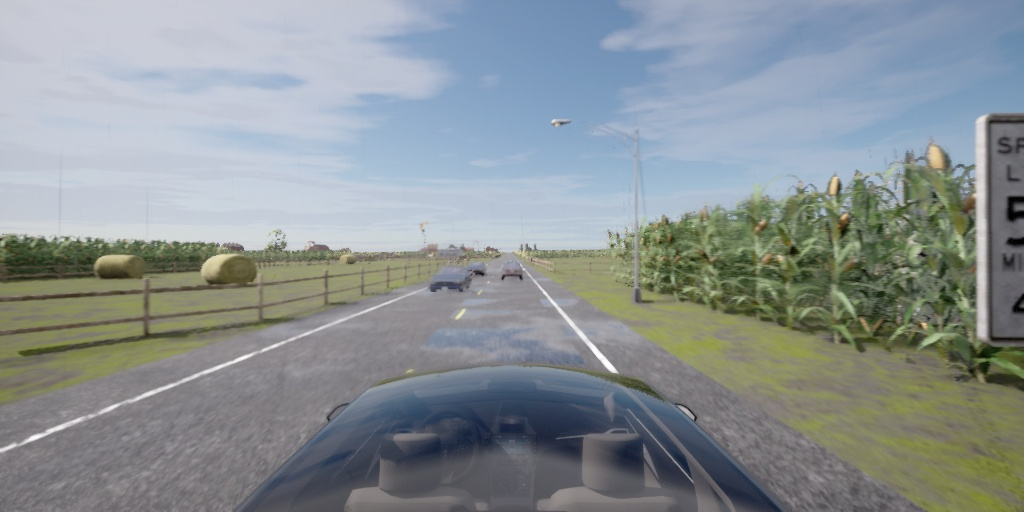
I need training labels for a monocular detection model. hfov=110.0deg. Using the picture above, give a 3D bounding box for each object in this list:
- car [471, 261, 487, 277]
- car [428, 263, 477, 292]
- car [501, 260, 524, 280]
[{"bbox_3d":[-3.492,1.233,35.484,2.033,1.411,5.357,0,0,0],"label":"car"},{"bbox_3d":[-3.496,1.320,21.284,2.033,1.411,5.357,0,0,0],"label":"car"},{"bbox_3d":[0.008,1.246,30.559,2.033,1.411,5.357,0,0,0],"label":"car"}]
